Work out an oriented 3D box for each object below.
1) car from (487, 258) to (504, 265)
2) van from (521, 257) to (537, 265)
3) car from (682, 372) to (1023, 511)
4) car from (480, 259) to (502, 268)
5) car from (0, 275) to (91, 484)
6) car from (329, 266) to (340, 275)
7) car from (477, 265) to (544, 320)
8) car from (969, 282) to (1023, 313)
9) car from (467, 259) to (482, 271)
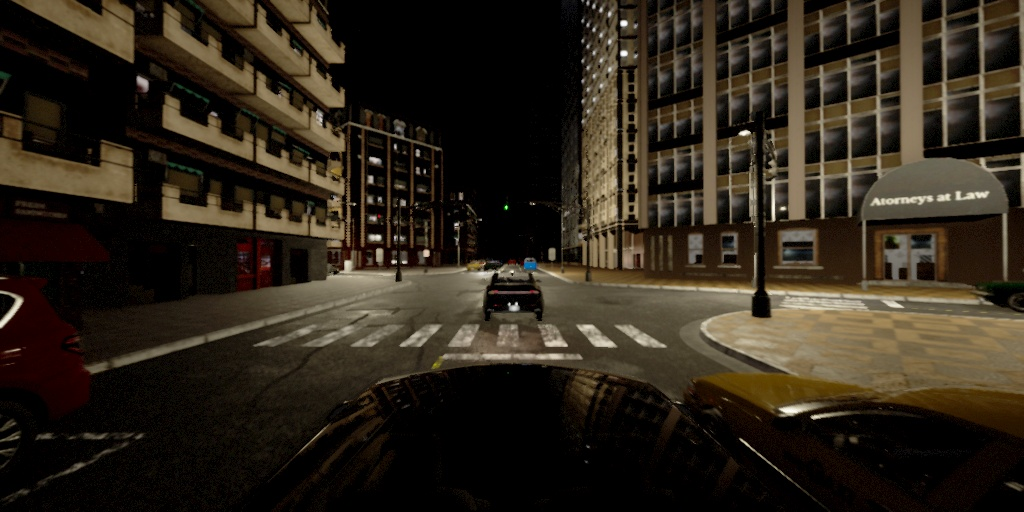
[{"bbox_3d":[-2.783,1.427,59.405,1.994,1.385,4.181,0,0,0],"label":"car"},{"bbox_3d":[2.565,1.177,50.561,1.690,1.789,3.998,0,0,0],"label":"van"},{"bbox_3d":[2.565,1.275,1.739,1.751,1.417,4.829,0,0,0],"label":"car"},{"bbox_3d":[-2.818,1.435,49.652,1.895,1.301,4.718,0,0,2],"label":"car"},{"bbox_3d":[-5.315,1.065,1.562,2.192,1.841,5.009,0,0,0],"label":"car"},{"bbox_3d":[-22.300,1.532,42.217,5.357,1.411,2.033,-1,-1,41],"label":"car"},{"bbox_3d":[0.022,1.253,12.620,2.128,1.511,4.902,0,0,-1],"label":"car"},{"bbox_3d":[18.308,1.193,11.286,4.718,1.301,1.895,-1,-1,41],"label":"car"},{"bbox_3d":[-5.315,1.362,50.392,1.751,1.417,4.829,0,0,0],"label":"car"}]
